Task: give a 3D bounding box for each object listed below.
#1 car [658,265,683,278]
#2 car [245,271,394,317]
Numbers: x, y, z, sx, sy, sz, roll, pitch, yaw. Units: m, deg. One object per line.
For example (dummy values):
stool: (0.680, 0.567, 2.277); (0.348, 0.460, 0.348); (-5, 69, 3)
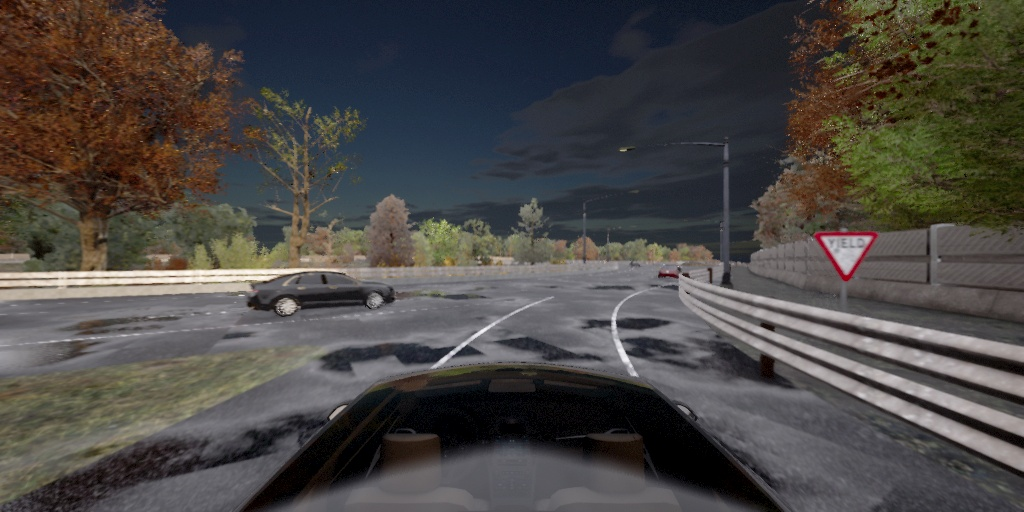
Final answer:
car: (17.193, 1.620, 38.681); (1.994, 1.385, 4.181); (0, 0, 34)
car: (-6.931, 1.308, 13.425); (4.892, 1.490, 1.837); (0, 0, -38)
